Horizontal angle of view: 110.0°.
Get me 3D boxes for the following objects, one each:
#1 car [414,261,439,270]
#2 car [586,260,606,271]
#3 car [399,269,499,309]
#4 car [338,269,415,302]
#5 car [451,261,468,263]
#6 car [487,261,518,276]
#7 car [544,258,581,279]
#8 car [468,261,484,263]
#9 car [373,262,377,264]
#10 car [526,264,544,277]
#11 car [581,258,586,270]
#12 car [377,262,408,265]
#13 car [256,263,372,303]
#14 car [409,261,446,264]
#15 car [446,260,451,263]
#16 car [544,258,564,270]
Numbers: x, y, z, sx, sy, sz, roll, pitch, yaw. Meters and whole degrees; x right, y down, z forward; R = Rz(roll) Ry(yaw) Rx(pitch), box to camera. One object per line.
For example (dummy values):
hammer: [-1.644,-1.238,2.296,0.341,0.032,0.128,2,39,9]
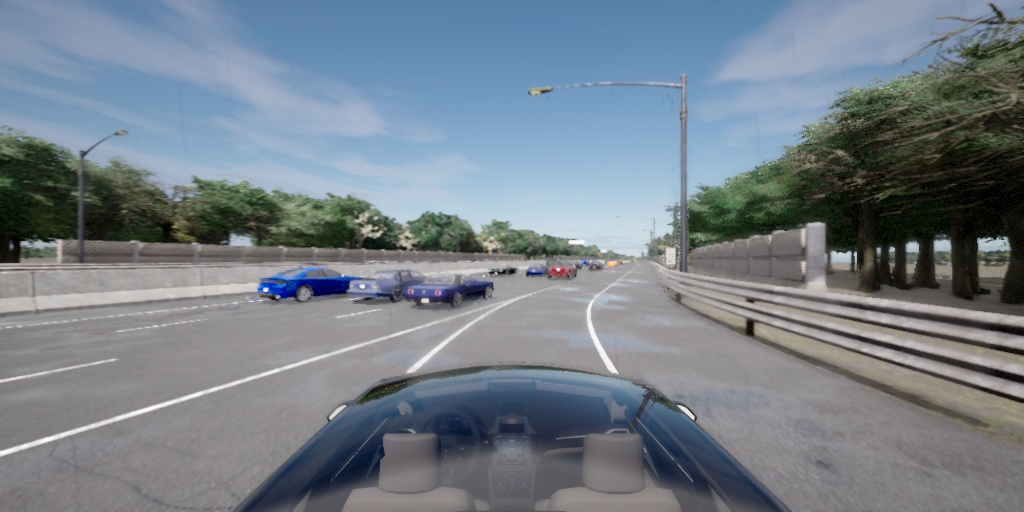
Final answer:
car: [-14.774,1.539,62.118,1.812,1.442,4.674,0,0,21]
car: [13.727,1.621,58.345,1.812,1.442,4.674,0,0,21]
car: [-2.459,1.399,15.459,1.895,1.301,4.718,0,0,21]
car: [-5.439,1.346,17.468,2.033,1.411,5.357,0,0,21]
car: [-7.952,1.591,60.394,1.994,1.385,4.181,0,0,21]
car: [-0.875,1.537,39.387,1.895,1.301,4.718,0,0,21]
car: [5.047,1.286,35.256,2.097,1.767,4.553,0,0,21]
car: [-4.684,1.526,59.153,2.128,1.511,4.902,0,0,21]
car: [-17.113,1.480,46.107,1.994,1.385,4.181,0,0,21]
car: [2.989,1.516,39.716,1.994,1.385,4.181,0,0,21]
car: [10.462,1.569,59.607,1.882,1.535,5.008,0,0,21]
car: [-13.885,1.468,44.747,2.033,1.411,5.357,0,0,21]
car: [-9.314,1.262,17.134,1.882,1.535,5.008,0,0,21]
car: [-10.437,1.492,43.984,1.994,1.385,4.181,0,0,21]
car: [-11.340,1.517,61.319,2.128,1.511,4.902,0,0,21]
car: [7.208,1.308,60.891,2.150,2.045,5.566,0,0,21]
